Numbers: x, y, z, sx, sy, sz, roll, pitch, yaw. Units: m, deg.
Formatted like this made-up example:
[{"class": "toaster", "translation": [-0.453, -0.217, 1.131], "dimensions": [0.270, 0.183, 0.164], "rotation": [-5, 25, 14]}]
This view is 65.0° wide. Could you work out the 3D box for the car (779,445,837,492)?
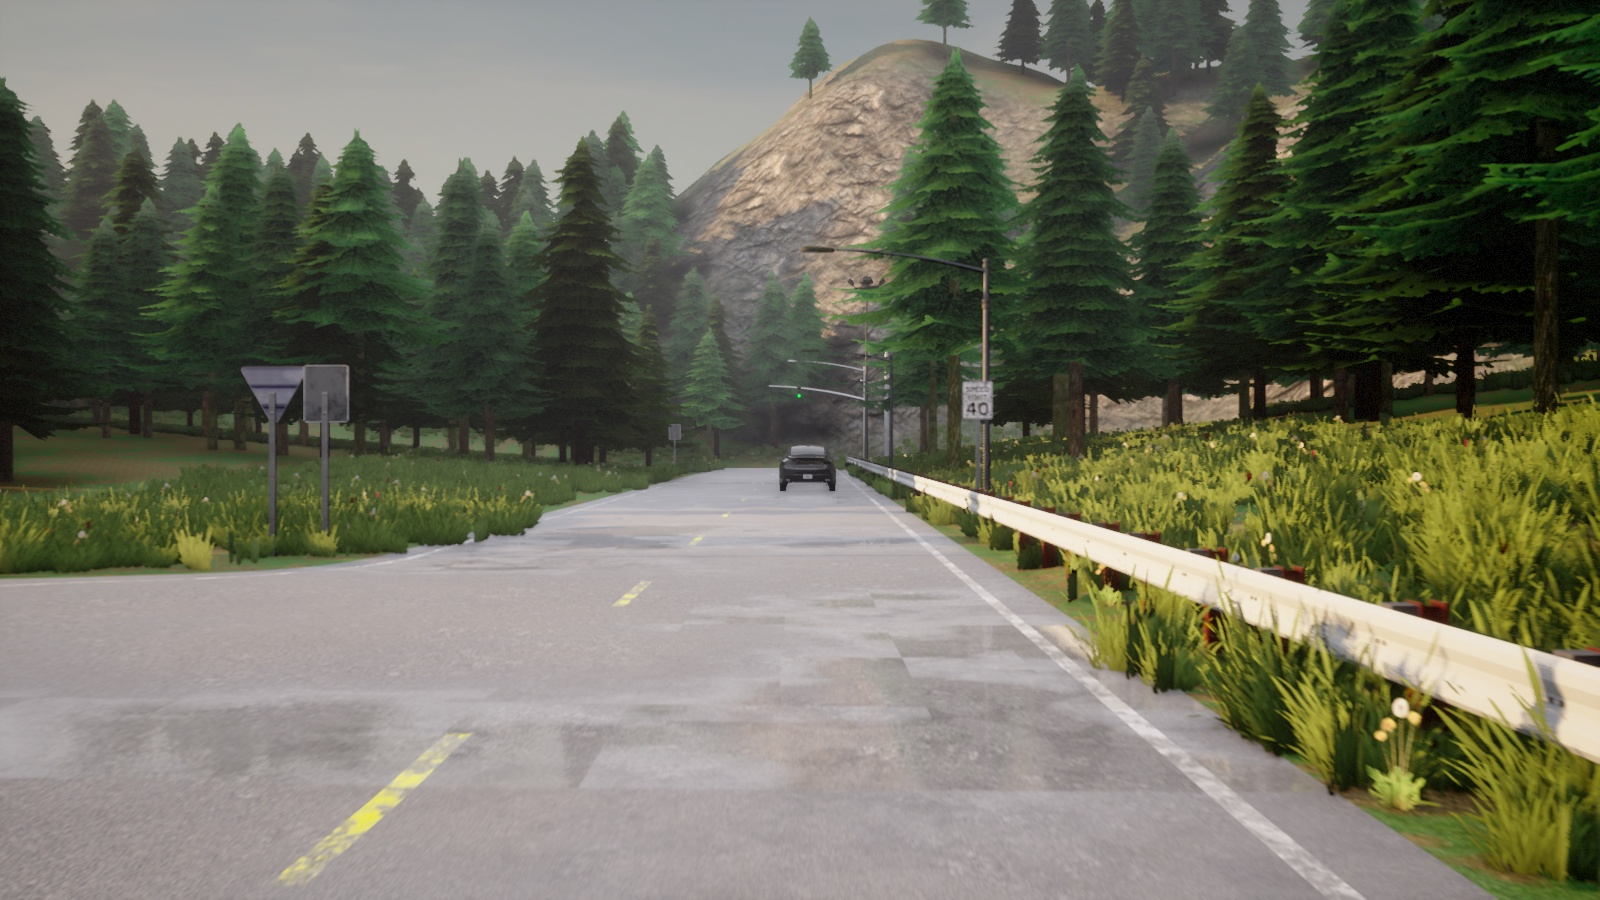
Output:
[{"class": "car", "translation": [0.260, 0.582, 42.493], "dimensions": [1.837, 1.490, 4.892], "rotation": [0, 0, 0]}]
